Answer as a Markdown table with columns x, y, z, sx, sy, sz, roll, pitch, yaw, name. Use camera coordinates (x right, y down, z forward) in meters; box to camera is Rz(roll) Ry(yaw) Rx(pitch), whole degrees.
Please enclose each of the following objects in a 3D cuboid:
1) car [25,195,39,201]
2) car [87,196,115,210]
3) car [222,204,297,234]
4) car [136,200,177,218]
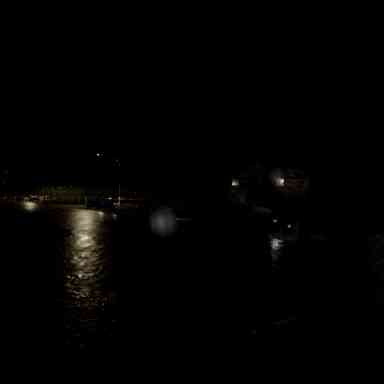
| x | y | z | sx | sy | sz | roll | pitch | yaw | name |
| --- | --- | --- | --- | --- | --- | --- | --- | --- | --- |
| -40.415 | 1.599 | 84.661 | 1.895 | 1.301 | 4.718 | 2 | -1 | -36 | car |
| -10.516 | 1.256 | 38.309 | 1.882 | 1.535 | 5.008 | 2 | -1 | -36 | car |
| 3.575 | 1.416 | 18.498 | 1.812 | 1.442 | 4.674 | 2 | -1 | -33 | car |
| -3.031 | 1.385 | 27.893 | 1.994 | 1.385 | 4.181 | 2 | -1 | -36 | car |
